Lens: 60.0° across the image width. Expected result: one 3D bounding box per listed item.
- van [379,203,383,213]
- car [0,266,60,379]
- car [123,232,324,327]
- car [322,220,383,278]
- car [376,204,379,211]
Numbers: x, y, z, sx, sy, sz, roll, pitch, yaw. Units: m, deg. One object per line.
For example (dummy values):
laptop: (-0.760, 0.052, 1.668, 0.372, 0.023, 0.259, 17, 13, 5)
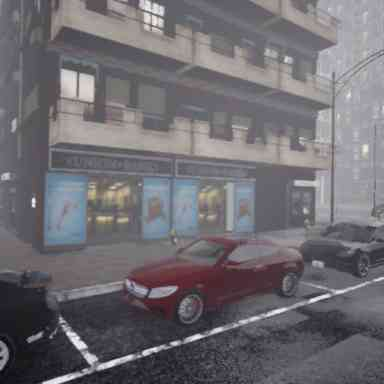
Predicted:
van: (9.582, 1.326, 13.536, 3.998, 1.788, 1.690, 0, 1, -35)
car: (-3.855, 1.552, 3.752, 4.403, 1.369, 2.008, 0, 1, -35)
car: (0.656, 1.578, 6.969, 4.206, 1.307, 1.802, 0, 1, -35)
car: (5.167, 1.557, 10.185, 4.313, 1.339, 1.947, 0, 1, -35)
car: (21.820, 1.461, 35.381, 1.967, 1.590, 4.097, 1, -1, -35)
